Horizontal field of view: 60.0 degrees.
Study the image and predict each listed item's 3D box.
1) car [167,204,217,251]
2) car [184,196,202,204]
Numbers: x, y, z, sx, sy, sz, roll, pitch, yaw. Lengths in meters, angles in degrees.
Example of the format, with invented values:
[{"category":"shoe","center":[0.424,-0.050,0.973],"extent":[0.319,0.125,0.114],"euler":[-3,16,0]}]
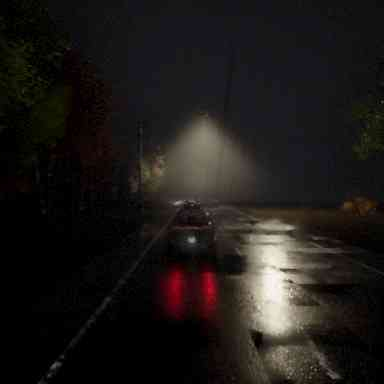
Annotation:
[{"category":"car","center":[-0.004,1.492,14.054],"extent":[2.128,1.511,4.902],"euler":[0,0,0]},{"category":"car","center":[-0.008,1.554,41.912],"extent":[1.994,1.385,4.181],"euler":[0,0,0]}]
